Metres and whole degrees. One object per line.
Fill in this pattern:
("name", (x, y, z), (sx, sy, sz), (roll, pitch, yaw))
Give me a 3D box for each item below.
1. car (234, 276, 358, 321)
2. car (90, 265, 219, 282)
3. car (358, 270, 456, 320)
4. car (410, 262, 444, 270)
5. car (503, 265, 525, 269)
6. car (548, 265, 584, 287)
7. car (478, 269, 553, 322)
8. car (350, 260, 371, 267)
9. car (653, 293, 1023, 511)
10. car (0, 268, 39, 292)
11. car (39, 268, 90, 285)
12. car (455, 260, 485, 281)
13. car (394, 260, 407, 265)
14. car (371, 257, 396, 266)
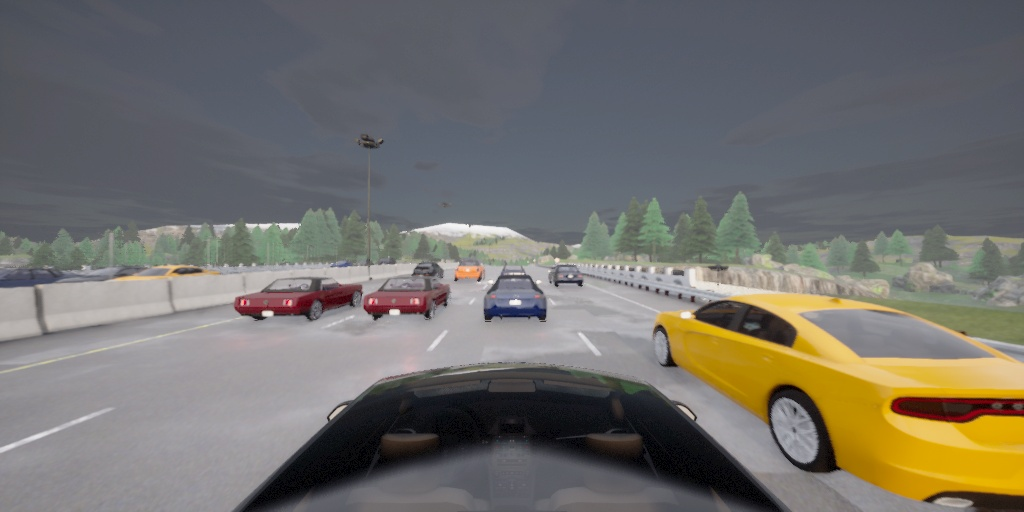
("car", (-6.900, 1.350, 12.365), (1.895, 1.301, 4.718), (0, 0, 0))
("car", (-17.598, 1.227, 18.352), (1.882, 1.535, 5.008), (0, 0, 0))
("car", (-3.399, 1.350, 12.626), (1.895, 1.301, 4.718), (0, 0, 0))
("car", (-6.899, 1.254, 29.901), (1.837, 1.490, 4.892), (0, 0, 0))
("car", (0.102, 1.348, 28.079), (1.895, 1.301, 4.718), (0, 0, 0))
("car", (3.601, 1.294, 24.505), (2.033, 1.411, 5.357), (0, 0, 0))
("car", (0.099, 1.313, 12.366), (1.994, 1.385, 4.181), (0, 0, 0))
("car", (-24.520, 1.380, 59.737), (2.097, 1.767, 4.553), (0, -1, 1))
("car", (3.590, 1.227, 4.814), (1.882, 1.535, 5.008), (0, 0, 0))
("car", (-24.599, 1.297, 17.716), (2.033, 1.411, 5.357), (0, 0, 0))
("car", (-21.098, 1.275, 19.120), (1.812, 1.442, 4.674), (0, 0, 0))
("car", (-3.398, 1.100, 29.577), (2.097, 1.767, 4.553), (0, 0, 0))
("car", (-17.519, 1.629, 59.776), (1.895, 1.301, 4.718), (0, -1, 1))
("car", (-21.014, 1.254, 60.030), (2.150, 2.045, 5.566), (0, -1, 1))
